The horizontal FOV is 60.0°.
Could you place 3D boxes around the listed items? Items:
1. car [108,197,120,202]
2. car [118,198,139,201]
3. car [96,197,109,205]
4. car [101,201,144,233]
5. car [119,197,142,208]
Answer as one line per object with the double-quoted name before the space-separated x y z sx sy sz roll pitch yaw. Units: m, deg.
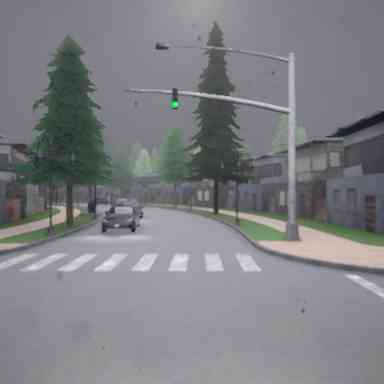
"car" -8.258 1.488 39.028 1.837 1.490 4.892 0 0 -21
"car" -5.344 1.527 29.480 2.033 1.411 5.357 0 0 -13
"car" -14.946 1.518 57.765 1.812 1.442 4.674 0 0 -43
"car" -4.127 1.505 19.866 1.812 1.442 4.674 0 0 -4
"car" -9.203 1.547 49.517 1.994 1.385 4.181 0 0 -34
